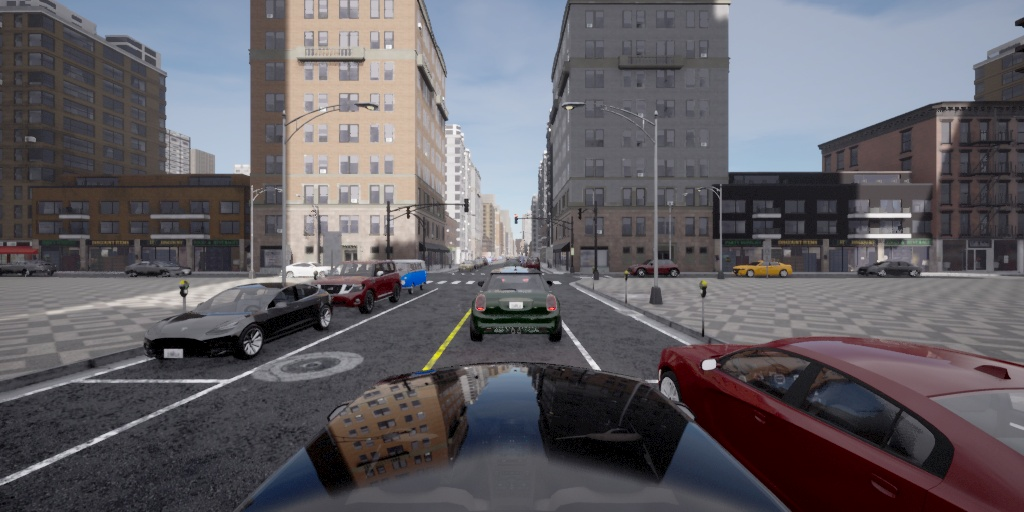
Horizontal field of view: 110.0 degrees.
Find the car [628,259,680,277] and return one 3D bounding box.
[{"bbox_3d":[13.427,1.059,34.229,4.553,1.767,2.097,0,0,1],"label":"car"}]

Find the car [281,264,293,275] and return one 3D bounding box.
[{"bbox_3d":[-17.658,1.233,31.464,4.674,1.442,1.812,0,0,1],"label":"car"}]

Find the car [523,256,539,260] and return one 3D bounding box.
[{"bbox_3d":[2.625,1.001,46.669,2.192,1.841,5.009,0,0,0],"label":"car"}]

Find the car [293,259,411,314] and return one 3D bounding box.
[{"bbox_3d":[-5.870,1.064,14.029,2.192,1.841,5.009,0,0,0],"label":"car"}]

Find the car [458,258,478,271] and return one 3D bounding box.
[{"bbox_3d":[-5.901,1.211,46.518,1.751,1.417,4.829,0,0,0],"label":"car"}]

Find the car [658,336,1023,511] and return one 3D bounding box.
[{"bbox_3d":[2.667,1.295,2.731,1.888,1.381,4.507,0,0,0],"label":"car"}]

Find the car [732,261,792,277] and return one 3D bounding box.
[{"bbox_3d":[23.691,1.190,34.074,5.008,1.535,1.882,0,0,1],"label":"car"}]

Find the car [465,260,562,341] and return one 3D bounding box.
[{"bbox_3d":[0.090,1.102,10.005,2.097,1.767,4.553,0,0,0],"label":"car"}]

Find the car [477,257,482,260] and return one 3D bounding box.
[{"bbox_3d":[-5.907,1.237,52.343,1.948,1.339,4.313,0,0,0],"label":"car"}]

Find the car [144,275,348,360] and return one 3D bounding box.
[{"bbox_3d":[-5.864,1.315,8.388,1.948,1.339,4.313,0,0,0],"label":"car"}]

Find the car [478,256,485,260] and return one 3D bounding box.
[{"bbox_3d":[-5.912,1.181,57.828,1.751,1.417,4.829,0,0,0],"label":"car"}]

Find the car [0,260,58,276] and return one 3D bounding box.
[{"bbox_3d":[-47.586,1.184,35.045,4.902,1.511,2.128,0,0,1],"label":"car"}]

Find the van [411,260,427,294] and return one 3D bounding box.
[{"bbox_3d":[-5.875,1.088,19.670,1.690,1.789,3.998,0,0,0],"label":"van"}]

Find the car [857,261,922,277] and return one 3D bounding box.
[{"bbox_3d":[35.593,1.227,33.891,4.892,1.490,1.837,0,0,1],"label":"car"}]

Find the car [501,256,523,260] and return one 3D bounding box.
[{"bbox_3d":[0.041,1.041,45.461,2.097,1.767,4.553,0,0,1],"label":"car"}]

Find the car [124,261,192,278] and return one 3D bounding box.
[{"bbox_3d":[-31.152,1.196,31.656,4.902,1.511,2.128,0,0,0],"label":"car"}]

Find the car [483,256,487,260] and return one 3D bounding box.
[{"bbox_3d":[-5.918,1.165,63.483,1.751,1.417,4.829,0,0,0],"label":"car"}]

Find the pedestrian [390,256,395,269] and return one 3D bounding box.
[{"bbox_3d":[-12.586,0.845,37.629,0.375,1.860,0.375,0,0,1],"label":"pedestrian"}]
